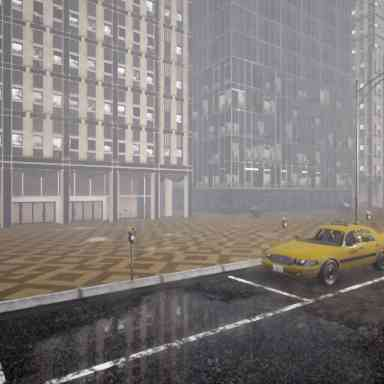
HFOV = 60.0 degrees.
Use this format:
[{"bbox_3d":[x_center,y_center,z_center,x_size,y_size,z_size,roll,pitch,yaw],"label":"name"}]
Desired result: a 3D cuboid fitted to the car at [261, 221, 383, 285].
[{"bbox_3d":[4.037,1.526,9.454,4.829,1.417,1.752,0,0,-36],"label":"car"}]
